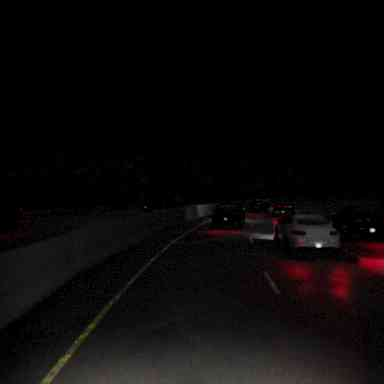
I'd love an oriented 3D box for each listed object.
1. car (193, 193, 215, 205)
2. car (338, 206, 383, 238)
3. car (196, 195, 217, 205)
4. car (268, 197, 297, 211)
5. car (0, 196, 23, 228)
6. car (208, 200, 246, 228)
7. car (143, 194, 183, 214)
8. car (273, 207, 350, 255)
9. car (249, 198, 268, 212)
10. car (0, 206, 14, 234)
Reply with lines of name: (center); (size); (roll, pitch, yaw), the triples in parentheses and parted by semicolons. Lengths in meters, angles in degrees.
car: (2.264, 1.288, 58.365); (2.150, 2.045, 5.566); (-1, 0, 32)
car: (8.667, 1.494, 17.591); (1.837, 1.490, 4.892); (0, 0, 10)
car: (2.821, 1.610, 52.397); (1.994, 1.385, 4.181); (0, 0, 29)
car: (8.634, 1.479, 30.975); (2.128, 1.511, 4.902); (0, 0, 19)
car: (-12.494, 1.252, 19.574); (2.150, 2.045, 5.566); (0, 0, 10)
car: (2.543, 1.481, 22.370); (1.882, 1.535, 5.008); (0, 0, 12)
car: (-2.558, 1.247, 31.234); (2.150, 2.045, 5.566); (0, 0, 17)
car: (4.462, 1.524, 13.283); (1.812, 1.442, 4.674); (0, 0, 7)
car: (8.002, 1.489, 38.879); (2.128, 1.511, 4.902); (0, 0, 23)
car: (-9.784, 1.508, 13.237); (2.128, 1.511, 4.902); (0, 0, 6)
